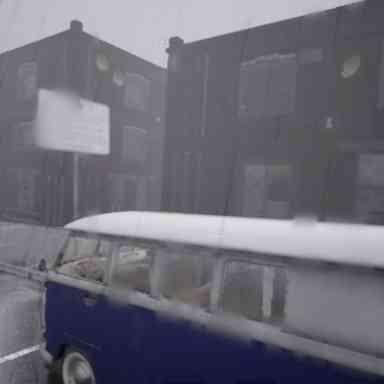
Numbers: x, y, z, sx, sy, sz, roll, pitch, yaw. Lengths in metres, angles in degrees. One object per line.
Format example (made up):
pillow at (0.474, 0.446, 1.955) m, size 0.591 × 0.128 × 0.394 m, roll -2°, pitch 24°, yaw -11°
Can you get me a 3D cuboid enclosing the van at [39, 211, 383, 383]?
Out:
van at (0.234, 1.241, 3.364) m, size 4.442 × 1.987 × 1.878 m, roll 1°, pitch 0°, yaw 35°
